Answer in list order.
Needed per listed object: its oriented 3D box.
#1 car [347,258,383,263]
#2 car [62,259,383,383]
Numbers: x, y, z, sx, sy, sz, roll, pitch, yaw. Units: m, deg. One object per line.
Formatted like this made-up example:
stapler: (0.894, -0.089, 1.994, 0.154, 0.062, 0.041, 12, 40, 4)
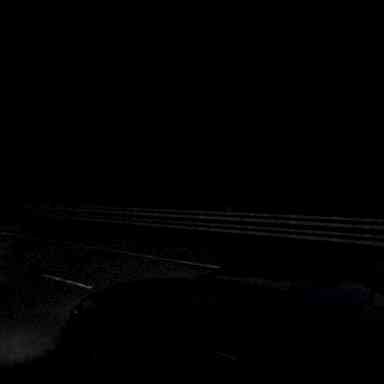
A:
car: (4.497, 1.607, 5.083, 4.718, 1.301, 1.895, 1, 0, 35)
car: (0.565, 1.514, 3.589, 4.674, 1.442, 1.812, 0, 0, 35)
